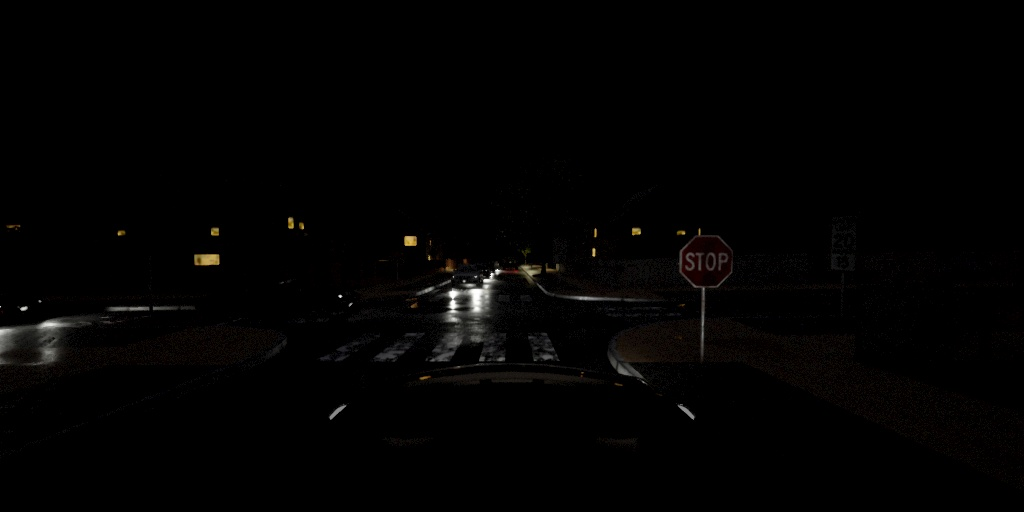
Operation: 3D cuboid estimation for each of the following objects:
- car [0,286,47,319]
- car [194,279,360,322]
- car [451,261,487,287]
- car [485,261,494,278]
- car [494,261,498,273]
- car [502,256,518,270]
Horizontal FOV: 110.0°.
[{"bbox_3d":[-19.037,1.547,12.172,4.892,1.490,1.837,0,2,-1],"label":"car"},{"bbox_3d":[-8.011,1.472,12.665,4.718,1.301,1.895,-1,2,-5],"label":"car"},{"bbox_3d":[-2.959,1.281,24.455,1.812,1.442,4.674,0,0,0],"label":"car"},{"bbox_3d":[-2.995,1.293,33.625,1.812,1.442,4.674,0,0,0],"label":"car"},{"bbox_3d":[-3.044,1.346,43.626,1.994,1.385,4.181,0,0,0],"label":"car"},{"bbox_3d":[-0.250,1.028,53.372,2.150,2.045,5.566,0,0,0],"label":"car"}]
